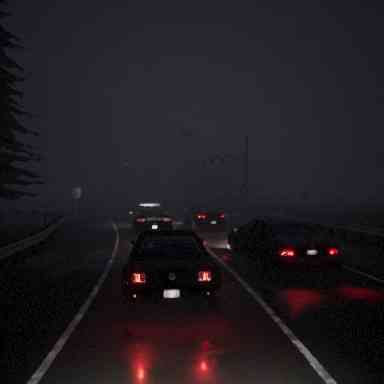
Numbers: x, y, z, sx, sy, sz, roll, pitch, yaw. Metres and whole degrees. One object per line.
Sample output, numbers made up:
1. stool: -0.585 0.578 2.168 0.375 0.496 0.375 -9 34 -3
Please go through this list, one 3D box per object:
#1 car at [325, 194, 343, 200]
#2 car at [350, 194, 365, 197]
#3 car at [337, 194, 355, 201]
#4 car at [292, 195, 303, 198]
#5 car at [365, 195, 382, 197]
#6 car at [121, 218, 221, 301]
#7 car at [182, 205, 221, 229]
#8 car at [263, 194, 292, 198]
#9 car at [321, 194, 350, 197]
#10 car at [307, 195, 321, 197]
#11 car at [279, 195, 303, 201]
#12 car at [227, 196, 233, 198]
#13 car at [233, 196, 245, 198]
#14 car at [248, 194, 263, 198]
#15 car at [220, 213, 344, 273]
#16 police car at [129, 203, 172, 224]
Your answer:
1. car: 37.122 1.409 86.973 4.892 1.490 1.837 0 0 -35
2. car: 41.200 1.462 81.290 5.357 1.411 2.033 0 0 -35
3. car: 38.976 1.274 83.988 4.553 1.767 2.097 0 0 -35
4. car: 26.018 1.450 76.293 4.674 1.442 1.812 0 0 -23
5. car: 43.584 1.448 78.713 4.674 1.442 1.812 0 0 -35
6. car: -0.606 1.592 8.357 1.895 1.301 4.718 0 0 -6
7. car: 0.666 1.505 20.513 1.812 1.442 4.674 0 0 -13
8. car: 16.758 1.500 65.250 4.181 1.385 1.994 0 0 -20
9. car: 30.448 1.432 70.644 4.892 1.490 1.837 0 0 -23
10. car: 27.966 1.453 73.344 4.674 1.442 1.812 0 0 -23
11. car: 23.577 1.463 79.049 5.357 1.411 2.033 0 0 -21
12. car: 9.260 1.480 73.612 4.181 1.385 1.994 0 0 -21
13. car: 11.995 1.456 70.902 4.902 1.511 2.128 0 0 -21
14. car: 14.172 1.289 67.983 4.553 1.767 2.097 0 0 -21
15. car: 2.600 1.537 10.679 2.033 1.411 5.357 0 0 -8
16. police car: -2.277 1.407 17.820 1.930 1.638 5.238 0 0 -13
